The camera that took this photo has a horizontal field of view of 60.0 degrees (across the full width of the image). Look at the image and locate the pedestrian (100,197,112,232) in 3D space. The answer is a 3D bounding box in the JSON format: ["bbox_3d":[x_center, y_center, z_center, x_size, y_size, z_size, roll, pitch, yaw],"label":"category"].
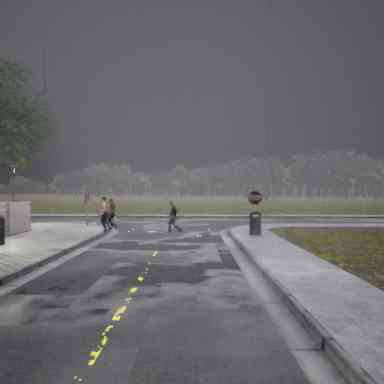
[{"bbox_3d":[-4.556,1.135,17.353,0.375,1.860,0.375,0,0,0],"label":"pedestrian"}]

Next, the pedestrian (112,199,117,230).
[{"bbox_3d":[-4.437,1.191,18.552,0.375,1.860,0.375,0,0,0],"label":"pedestrian"}]

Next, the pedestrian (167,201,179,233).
[{"bbox_3d":[-1.040,1.294,17.937,0.375,1.860,0.375,0,0,0],"label":"pedestrian"}]
